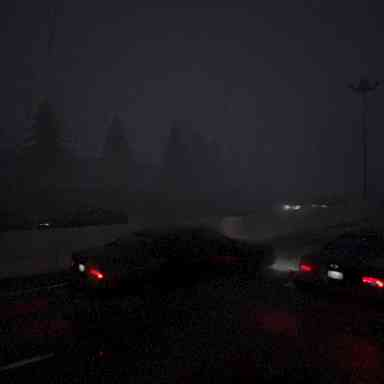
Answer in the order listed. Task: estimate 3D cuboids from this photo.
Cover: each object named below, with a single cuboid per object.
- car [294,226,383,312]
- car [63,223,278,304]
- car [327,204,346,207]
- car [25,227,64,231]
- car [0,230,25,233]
[{"bbox_3d":[4.454,1.491,7.487,5.357,1.411,2.033,-1,0,-40],"label":"car"},{"bbox_3d":[-0.225,1.533,8.163,5.357,1.411,2.033,-1,0,-38],"label":"car"},{"bbox_3d":[16.780,1.306,37.909,2.033,1.411,5.357,0,0,32],"label":"car"},{"bbox_3d":[-5.727,1.506,17.527,4.902,1.511,2.128,-1,0,-40],"label":"car"},{"bbox_3d":[-10.755,1.624,18.002,4.181,1.385,1.994,-1,0,-38],"label":"car"}]
